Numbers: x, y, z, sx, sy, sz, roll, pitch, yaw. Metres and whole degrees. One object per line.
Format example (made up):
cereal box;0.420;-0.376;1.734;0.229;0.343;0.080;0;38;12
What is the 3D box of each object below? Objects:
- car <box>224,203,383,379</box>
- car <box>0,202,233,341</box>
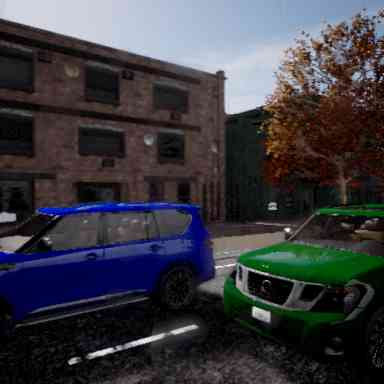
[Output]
car;3.147;1.256;5.931;5.566;2.045;2.150;0;0;-36
car;-2.095;1.232;6.183;5.566;2.045;2.150;0;0;-35
